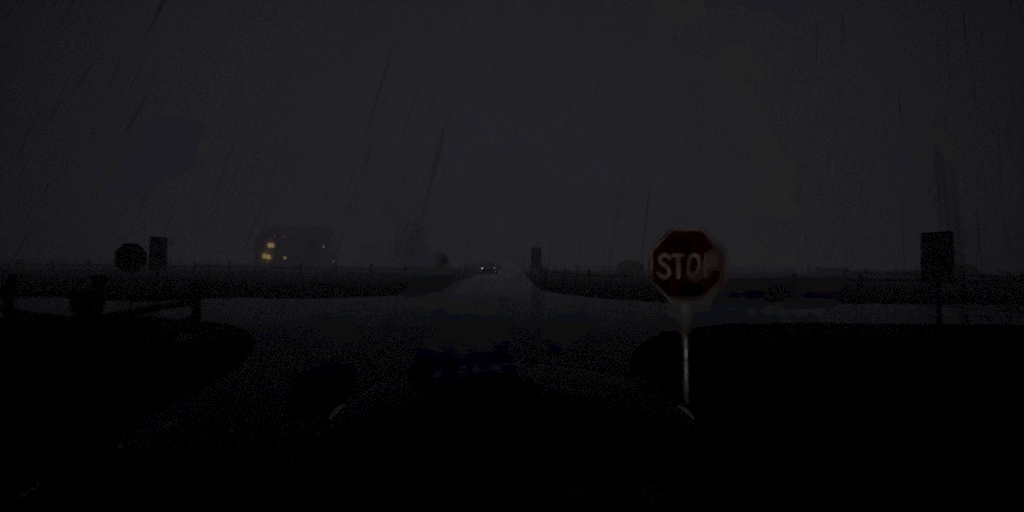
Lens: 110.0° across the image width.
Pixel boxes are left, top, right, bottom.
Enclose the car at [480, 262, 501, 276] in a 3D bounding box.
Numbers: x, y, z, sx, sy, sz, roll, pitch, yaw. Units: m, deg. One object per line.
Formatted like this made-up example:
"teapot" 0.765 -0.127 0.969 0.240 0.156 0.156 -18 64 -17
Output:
"car" -2.913 1.591 46.494 2.097 1.767 4.553 0 -1 0
